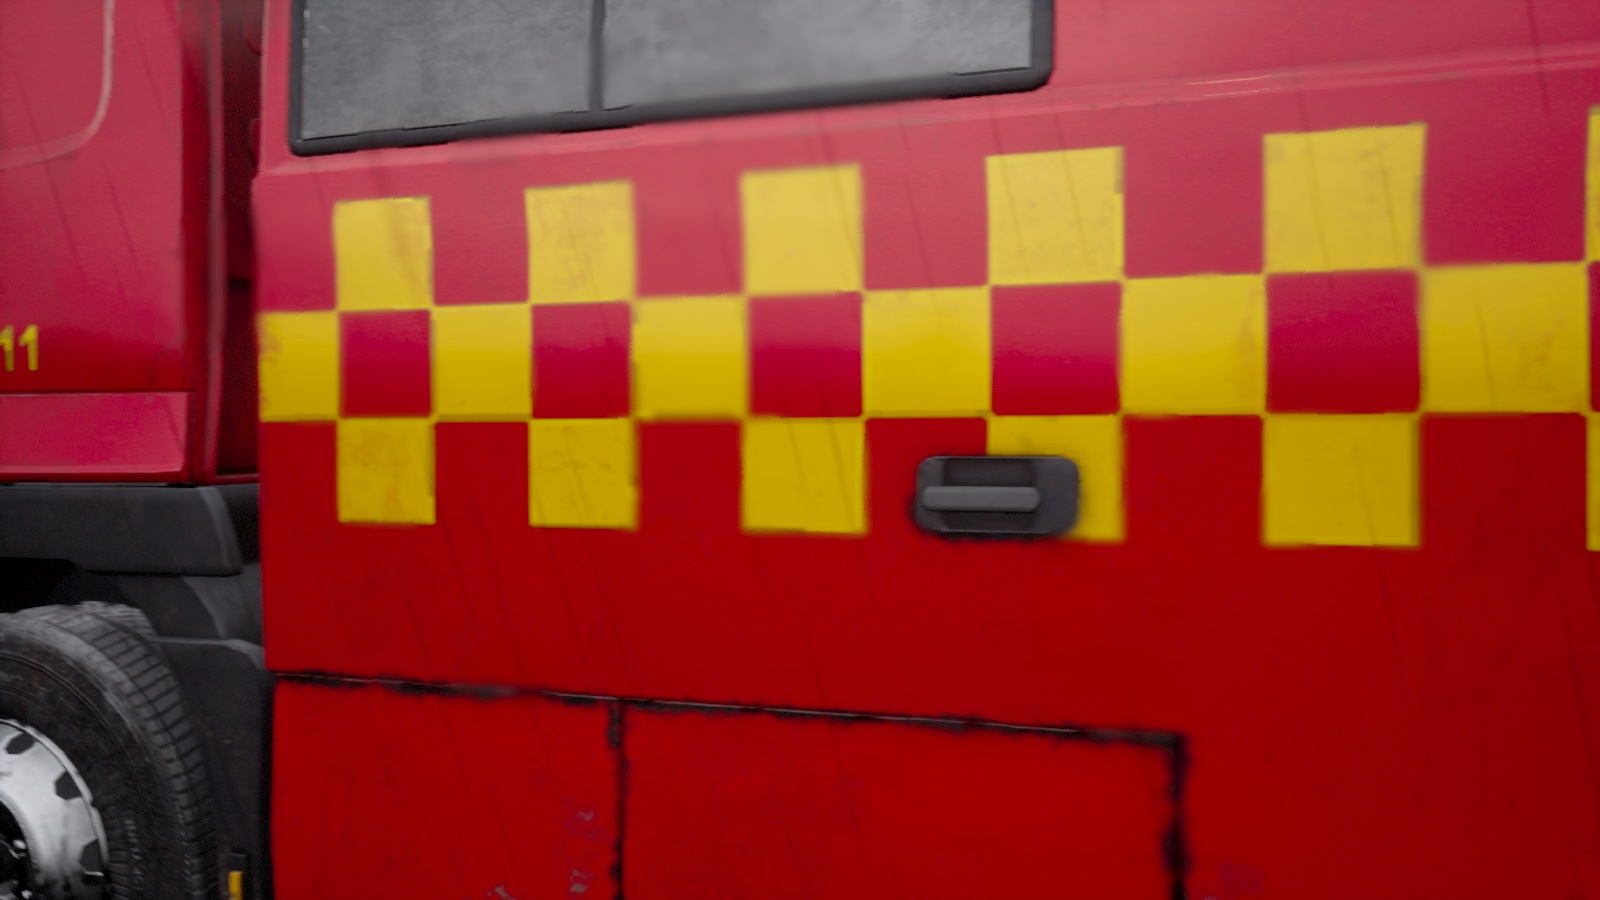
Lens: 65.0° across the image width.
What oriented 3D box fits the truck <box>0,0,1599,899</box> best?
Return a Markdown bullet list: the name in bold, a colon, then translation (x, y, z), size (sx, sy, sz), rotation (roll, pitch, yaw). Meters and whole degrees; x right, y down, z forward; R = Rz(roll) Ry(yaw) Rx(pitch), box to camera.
- **truck**: translation (0.608, -0.392, 3.500), size (8.468, 3.827, 2.891), rotation (1, 1, 19)
